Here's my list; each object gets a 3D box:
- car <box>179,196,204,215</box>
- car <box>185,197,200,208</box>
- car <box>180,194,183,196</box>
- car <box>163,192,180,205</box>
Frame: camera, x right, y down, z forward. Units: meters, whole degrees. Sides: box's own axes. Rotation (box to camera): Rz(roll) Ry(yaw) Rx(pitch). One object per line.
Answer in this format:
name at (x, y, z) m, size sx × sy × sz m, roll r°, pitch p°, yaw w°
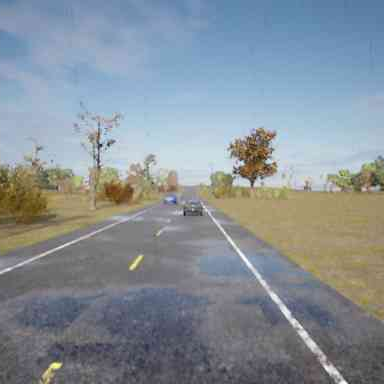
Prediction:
car at (0.097, 1.394, 32.120) m, size 2.128 × 1.511 × 4.902 m, roll 0°, pitch 0°, yaw 0°
car at (0.094, 1.426, 45.122) m, size 1.994 × 1.385 × 4.181 m, roll 0°, pitch 0°, yaw 0°
car at (-3.510, 1.205, 95.507) m, size 2.128 × 1.511 × 4.902 m, roll 0°, pitch 0°, yaw 0°
car at (-3.562, 1.050, 54.883) m, size 2.150 × 2.045 × 5.566 m, roll 0°, pitch 0°, yaw 1°
